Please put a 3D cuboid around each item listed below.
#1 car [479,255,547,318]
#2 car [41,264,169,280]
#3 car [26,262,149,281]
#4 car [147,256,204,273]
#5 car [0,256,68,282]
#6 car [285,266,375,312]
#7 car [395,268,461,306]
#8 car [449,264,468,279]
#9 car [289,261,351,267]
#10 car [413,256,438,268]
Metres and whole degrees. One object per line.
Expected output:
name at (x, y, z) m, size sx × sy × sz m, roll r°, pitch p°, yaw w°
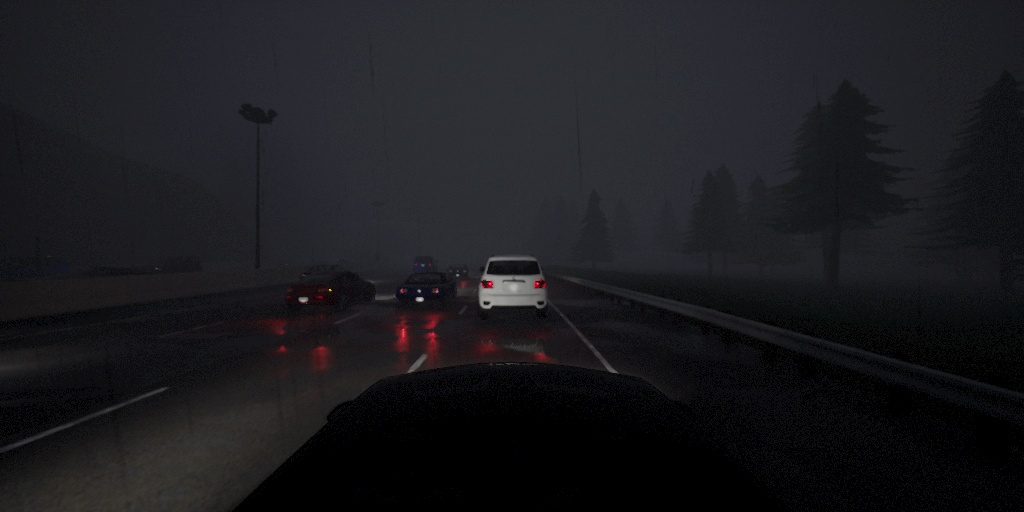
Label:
car at (-0.021, 0.991, 13.169) m, size 2.150 × 2.045 × 5.566 m, roll 0°, pitch 0°, yaw -2°
car at (-21.521, 1.343, 19.289) m, size 1.994 × 1.385 × 4.181 m, roll 0°, pitch 0°, yaw -4°
car at (-25.158, 1.309, 21.578) m, size 1.812 × 1.442 × 4.674 m, roll 0°, pitch 0°, yaw -4°
car at (-29.576, 1.018, 31.028) m, size 2.150 × 2.045 × 5.566 m, roll 0°, pitch 0°, yaw -7°
car at (-32.288, 1.008, 23.227) m, size 2.150 × 2.045 × 5.566 m, roll 0°, pitch 0°, yaw -5°
car at (-7.063, 1.297, 14.331) m, size 1.812 × 1.442 × 4.674 m, roll 0°, pitch 0°, yaw -2°
car at (-3.615, 1.375, 15.970) m, size 1.895 × 1.301 × 4.718 m, roll 0°, pitch 0°, yaw -2°
car at (-5.057, 1.405, 33.799) m, size 1.895 × 1.301 × 4.718 m, roll 0°, pitch 0°, yaw -7°
car at (-10.949, 1.275, 21.739) m, size 2.128 × 1.511 × 4.902 m, roll 0°, pitch 0°, yaw -4°
car at (-9.132, 1.033, 37.889) m, size 2.150 × 2.045 × 5.566 m, roll 0°, pitch 0°, yaw -8°
